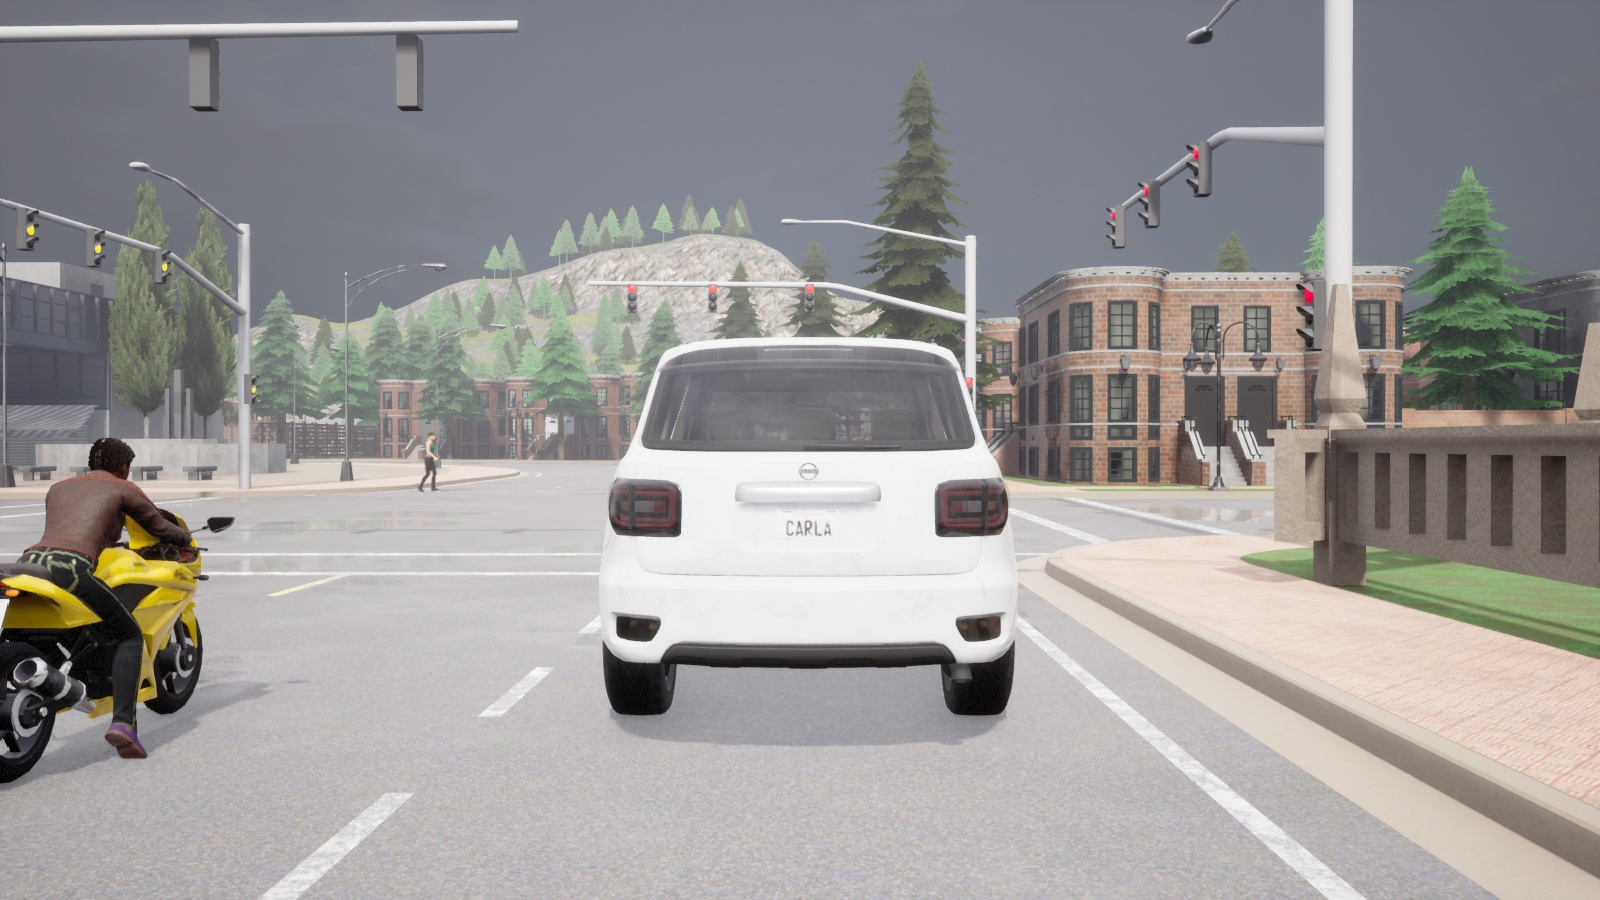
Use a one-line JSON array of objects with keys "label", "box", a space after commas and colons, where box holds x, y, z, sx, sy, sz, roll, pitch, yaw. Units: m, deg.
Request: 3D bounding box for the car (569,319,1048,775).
[{"label": "car", "box": [0.058, 0.418, 8.421, 2.150, 2.045, 5.566, 0, 0, 0]}]

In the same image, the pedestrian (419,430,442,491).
[{"label": "pedestrian", "box": [-11.207, 0.311, 38.095, 0.594, 1.836, 0.345, 0, 0, 2]}]

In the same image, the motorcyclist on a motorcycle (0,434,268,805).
[{"label": "motorcyclist on a motorcycle", "box": [-3.453, 0.691, 6.178, 0.797, 1.523, 2.044, 0, 0, 0]}]
